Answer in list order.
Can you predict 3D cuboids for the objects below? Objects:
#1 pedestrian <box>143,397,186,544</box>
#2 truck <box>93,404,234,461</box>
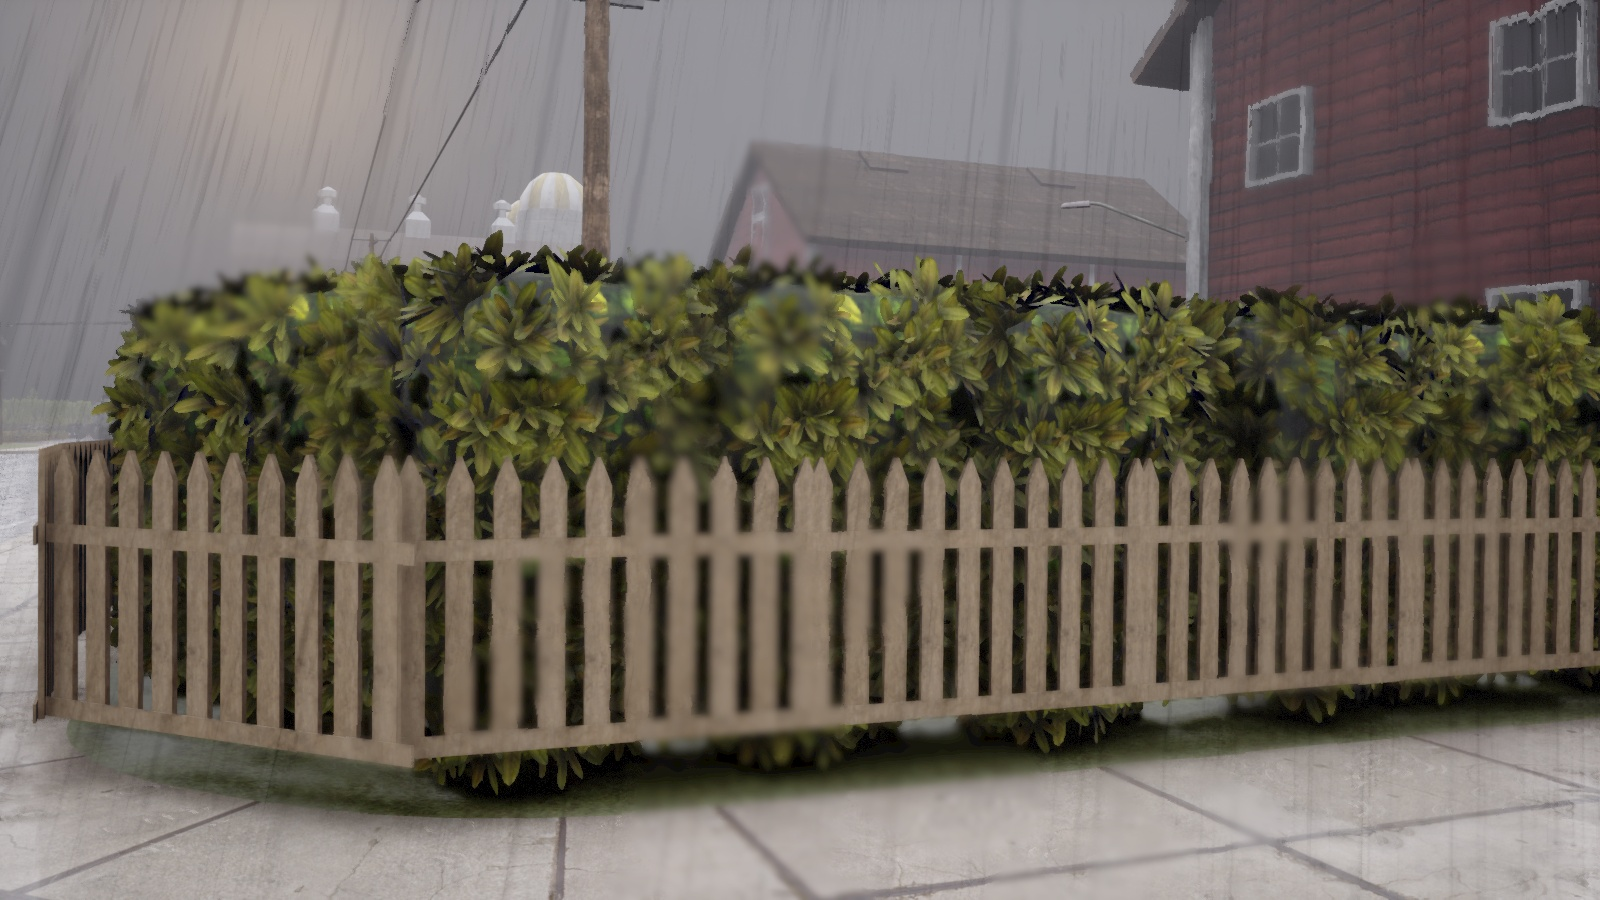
[{"bbox_3d":[-8.693,0.268,17.183,0.423,1.949,0.788,-1,1,-21],"label":"pedestrian"},{"bbox_3d":[-40.661,-1.107,80.296,7.936,3.462,2.891,-1,1,13],"label":"truck"}]
